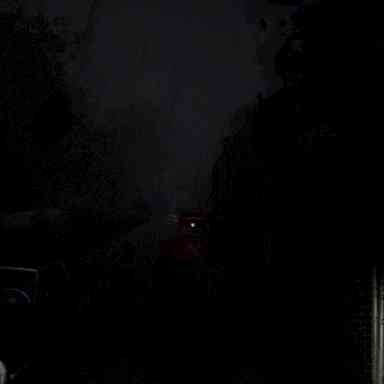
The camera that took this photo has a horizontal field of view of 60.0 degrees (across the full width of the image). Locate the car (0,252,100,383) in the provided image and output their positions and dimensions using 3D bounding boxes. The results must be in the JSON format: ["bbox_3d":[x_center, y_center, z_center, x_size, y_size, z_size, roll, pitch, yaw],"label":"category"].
[{"bbox_3d":[-2.856,1.663,4.780,1.895,1.301,4.718,0,-1,0],"label":"car"}]

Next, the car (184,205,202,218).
[{"bbox_3d":[0.234,2.388,41.865,2.128,1.511,4.902,0,-2,2],"label":"car"}]

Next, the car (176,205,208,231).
[{"bbox_3d":[0.044,1.918,23.863,1.837,1.490,4.892,0,-1,0],"label":"car"}]

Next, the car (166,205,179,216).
[{"bbox_3d":[-2.513,2.538,46.632,2.128,1.511,4.902,0,-2,3],"label":"car"}]
